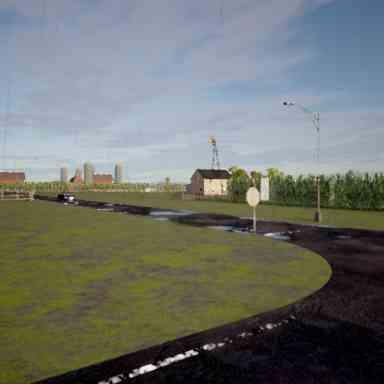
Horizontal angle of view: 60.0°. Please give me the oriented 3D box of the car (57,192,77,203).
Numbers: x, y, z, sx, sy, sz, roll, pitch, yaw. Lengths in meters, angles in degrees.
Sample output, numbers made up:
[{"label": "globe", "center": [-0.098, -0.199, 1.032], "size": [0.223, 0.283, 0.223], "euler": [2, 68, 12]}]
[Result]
[{"label": "car", "center": [-18.782, 0.749, 49.848], "size": [2.128, 1.511, 4.902], "euler": [-1, 1, -36]}]
